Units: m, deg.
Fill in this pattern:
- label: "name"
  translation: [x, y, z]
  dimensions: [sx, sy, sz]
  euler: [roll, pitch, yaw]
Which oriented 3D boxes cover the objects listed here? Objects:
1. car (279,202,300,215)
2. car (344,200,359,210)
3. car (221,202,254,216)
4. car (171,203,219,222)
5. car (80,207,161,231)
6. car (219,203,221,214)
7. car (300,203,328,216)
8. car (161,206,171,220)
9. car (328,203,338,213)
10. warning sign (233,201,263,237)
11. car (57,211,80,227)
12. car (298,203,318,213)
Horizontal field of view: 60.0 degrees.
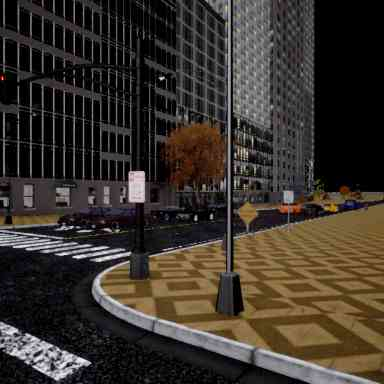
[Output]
- label: "car"
  translation: [13.751, 2.204, 46.265]
  dimensions: [2.097, 1.767, 4.553]
  euler: [0, -1, 33]
- label: "car"
  translation: [31.485, 2.537, 65.764]
  dimensions: [2.150, 2.045, 5.566]
  euler: [0, -1, 33]
- label: "car"
  translation: [5.866, 2.034, 40.284]
  dimensions: [2.097, 1.767, 4.553]
  euler: [0, -1, 33]
- label: "car"
  translation: [0.396, 2.006, 31.820]
  dimensions: [1.837, 1.490, 4.892]
  euler: [0, -1, 33]
- label: "car"
  translation: [-4.883, 1.874, 23.634]
  dimensions: [2.033, 1.411, 5.357]
  euler: [0, -1, 33]
- label: "car"
  translation: [3.062, 2.167, 41.934]
  dimensions: [2.128, 1.511, 4.902]
  euler: [0, -1, 33]
- label: "car"
  translation: [16.288, 2.354, 44.210]
  dimensions: [1.837, 1.490, 4.892]
  euler: [0, -1, 33]
- label: "car"
  translation: [-2.338, 2.098, 33.578]
  dimensions: [1.895, 1.301, 4.718]
  euler: [0, -1, 33]
- label: "car"
  translation: [21.886, 2.510, 52.975]
  dimensions: [1.882, 1.535, 5.008]
  euler: [0, -1, 33]
- label: "warning sign"
  translation: [3.112, 1.454, 18.562]
  dimensions: [1.300, 1.860, 1.060]
  euler: [1, 1, 33]
- label: "car"
  translation: [-7.535, 1.873, 25.518]
  dimensions: [2.033, 1.411, 5.357]
  euler: [0, -1, 33]
- label: "car"
  translation: [19.154, 2.576, 54.735]
  dimensions: [2.033, 1.411, 5.357]
  euler: [0, -1, 33]
